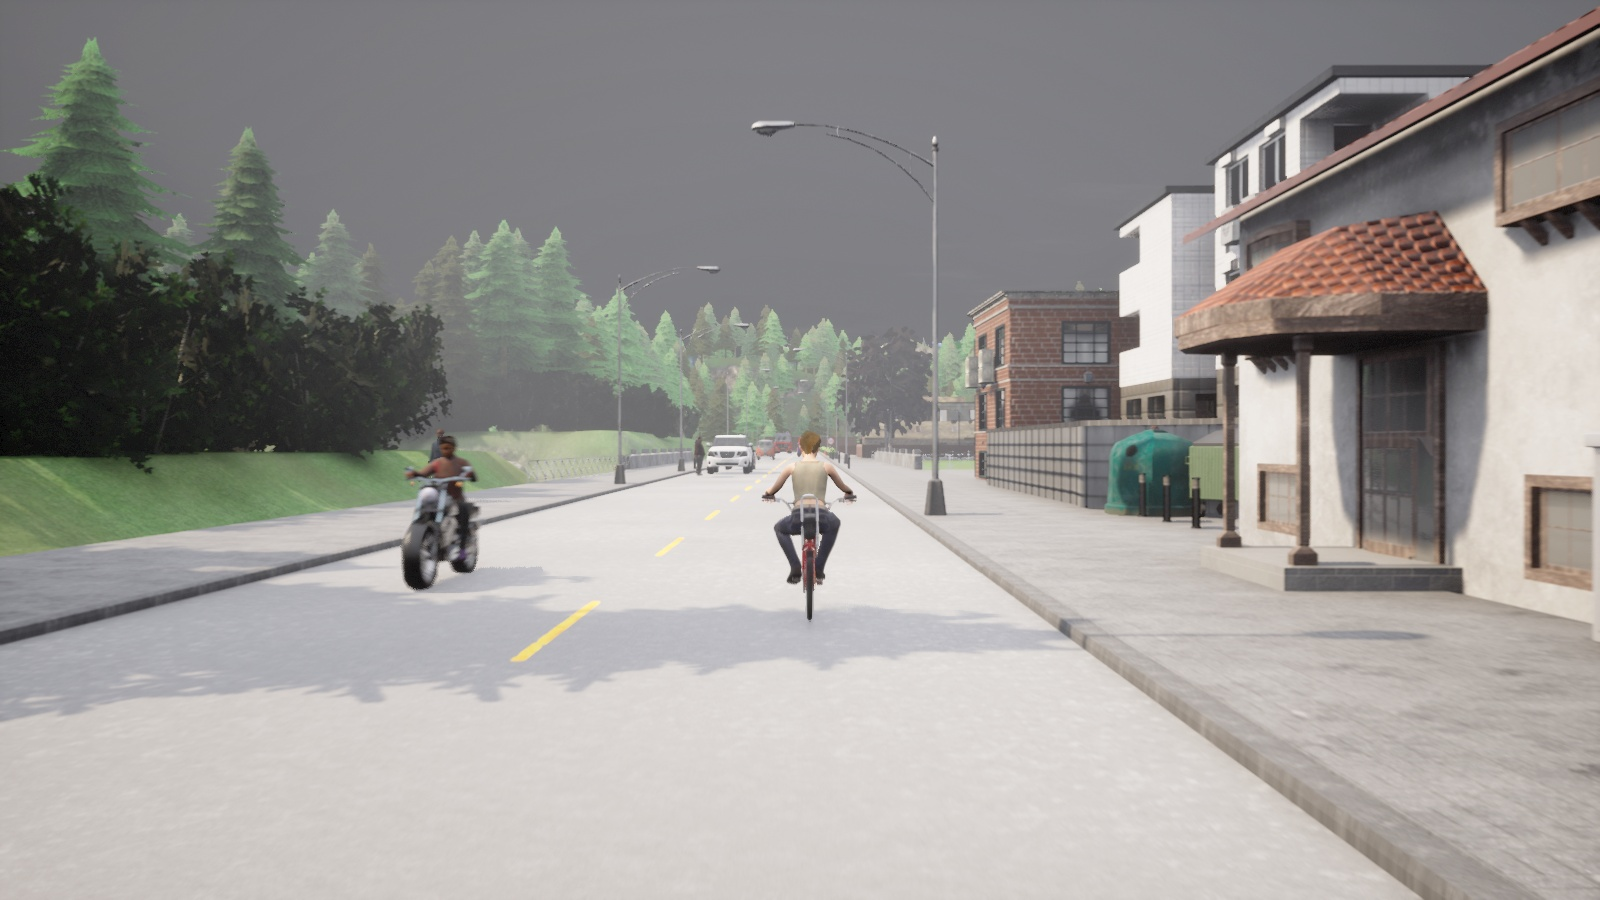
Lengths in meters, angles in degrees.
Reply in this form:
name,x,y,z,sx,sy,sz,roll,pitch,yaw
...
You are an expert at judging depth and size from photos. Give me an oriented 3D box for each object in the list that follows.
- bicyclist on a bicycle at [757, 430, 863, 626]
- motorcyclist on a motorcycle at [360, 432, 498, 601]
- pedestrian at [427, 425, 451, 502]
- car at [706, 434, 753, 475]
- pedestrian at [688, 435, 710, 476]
name,x,y,z,sx,sy,sz,roll,pitch,yaw
bicyclist on a bicycle,0.083,0.639,11.085,0.866,1.612,1.509,0,0,0
motorcyclist on a motorcycle,-3.908,0.640,13.434,0.766,1.649,2.350,0,0,0
pedestrian,-8.787,0.326,30.578,0.370,1.835,0.726,0,0,0
car,-3.642,0.198,65.815,2.150,2.045,5.566,0,0,0
pedestrian,-4.594,0.237,57.178,0.899,1.844,0.634,0,0,11
